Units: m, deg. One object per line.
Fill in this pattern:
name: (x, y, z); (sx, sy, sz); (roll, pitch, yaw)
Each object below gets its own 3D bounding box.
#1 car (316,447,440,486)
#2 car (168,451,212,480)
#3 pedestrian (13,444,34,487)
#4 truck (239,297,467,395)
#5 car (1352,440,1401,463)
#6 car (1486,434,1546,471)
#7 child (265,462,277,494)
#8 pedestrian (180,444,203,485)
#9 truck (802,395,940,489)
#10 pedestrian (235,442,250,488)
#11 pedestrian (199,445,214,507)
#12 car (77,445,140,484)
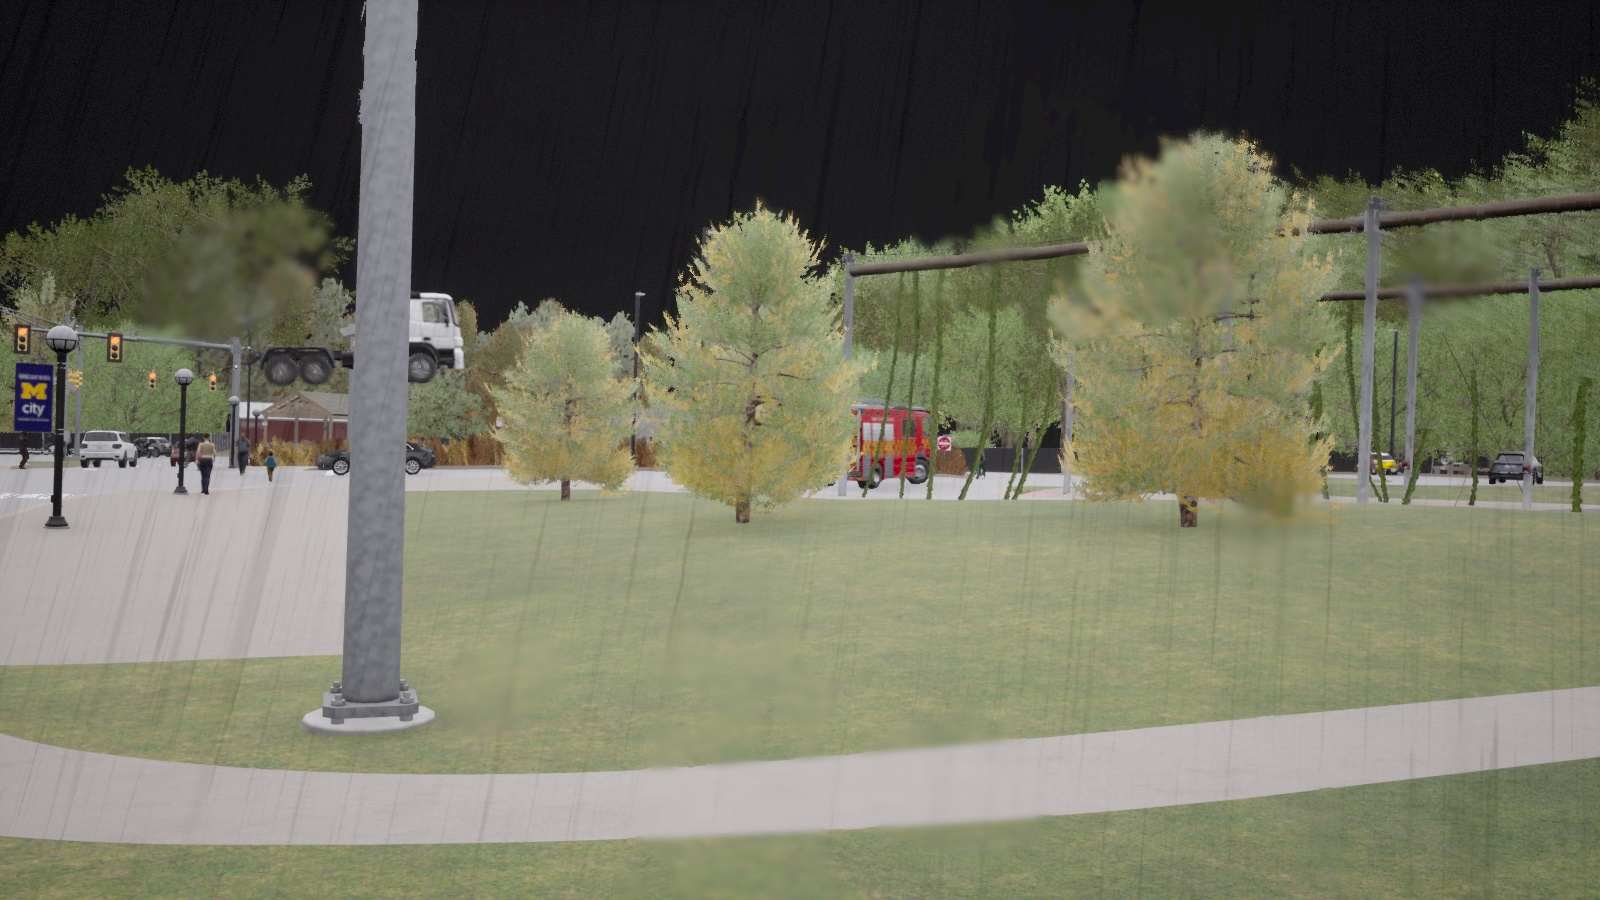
car: (-18.053, 0.697, 53.746); (4.892, 1.490, 1.837); (-1, 1, -20)
car: (-36.863, 0.900, 75.986); (1.851, 1.617, 3.988); (-1, 1, -19)
pedestrian: (-34.981, 0.715, 56.559); (0.692, 1.930, 0.395); (1, 0, -12)
truck: (-17.341, -4.056, 48.919); (7.936, 3.462, 2.891); (-4, 4, -22)
car: (34.205, 0.089, 74.536); (1.481, 1.376, 2.207); (-1, 0, -30)
car: (34.675, 0.085, 60.764); (2.033, 1.649, 4.856); (1, 1, 36)
child: (-19.462, 1.028, 46.215); (0.343, 1.192, 0.448); (0, 1, -33)
pedestrian: (-28.540, 0.675, 58.883); (0.849, 1.883, 0.563); (1, 0, -13)
truck: (3.312, -0.416, 55.678); (2.891, 3.827, 8.468); (1, 1, 27)
pedestrian: (-22.562, 0.618, 50.856); (0.540, 1.848, 0.694); (1, 0, -23)
pedestrian: (-17.669, 0.767, 37.373); (0.345, 1.836, 0.594); (1, 0, -20)
car: (-38.546, 0.798, 70.137); (2.150, 2.045, 5.566); (-1, 0, -19)
